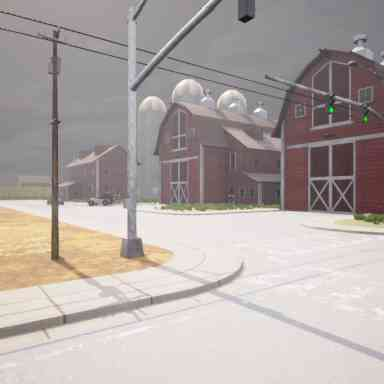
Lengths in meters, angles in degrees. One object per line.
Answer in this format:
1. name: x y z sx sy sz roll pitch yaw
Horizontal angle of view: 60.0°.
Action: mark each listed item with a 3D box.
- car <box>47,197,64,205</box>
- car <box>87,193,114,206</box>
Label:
1. car: -23.266 1.537 56.583 1.994 1.385 4.181 0 0 -36
2. car: -13.797 1.118 50.595 3.866 1.878 1.905 -2 5 11
